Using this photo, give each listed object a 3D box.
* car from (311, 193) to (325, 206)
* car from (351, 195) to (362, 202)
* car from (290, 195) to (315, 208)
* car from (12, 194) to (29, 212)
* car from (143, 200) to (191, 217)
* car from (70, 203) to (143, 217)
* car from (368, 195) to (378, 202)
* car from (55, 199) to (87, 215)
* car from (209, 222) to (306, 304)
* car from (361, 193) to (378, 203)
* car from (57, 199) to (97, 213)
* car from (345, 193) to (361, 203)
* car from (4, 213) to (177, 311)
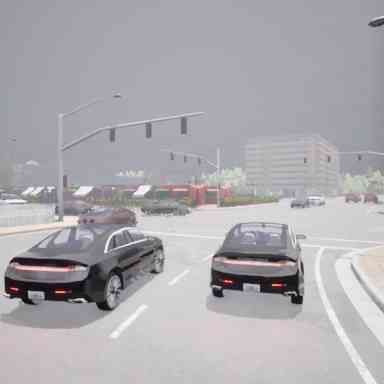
[{"bbox_3d":[21.106,1.220,56.454,2.150,2.045,5.566,0,0,31],"label":"car"},{"bbox_3d":[39.394,1.537,79.528,2.033,1.411,5.357,0,0,31],"label":"car"},{"bbox_3d":[15.485,1.546,47.290,2.033,1.411,5.357,0,0,31],"label":"car"},{"bbox_3d":[-21.312,1.273,38.691,5.566,2.045,2.150,0,0,34],"label":"car"},{"bbox_3d":[-2.474,1.537,31.837,4.902,1.511,2.128,-1,0,21],"label":"car"},{"bbox_3d":[-5.097,1.563,20.443,1.994,1.385,4.181,0,0,20],"label":"car"},{"bbox_3d":[42.163,1.521,77.348,1.812,1.442,4.674,0,0,31],"label":"car"},{"bbox_3d":[-11.505,1.618,32.585,4.181,1.385,1.994,0,0,32],"label":"car"},{"bbox_3d":[1.746,1.491,8.255,2.128,1.511,4.902,0,0,16],"label":"car"},{"bbox_3d":[36.645,1.223,68.314,2.150,2.045,5.566,0,0,31],"label":"car"},{"bbox_3d":[-13.049,1.580,37.666,4.674,1.442,1.812,0,0,32],"label":"car"},{"bbox_3d":[33.850,1.223,70.453,2.150,2.045,5.566,0,0,31],"label":"car"},{"bbox_3d":[-2.071,1.491,7.862,2.128,1.511,4.902,0,0,12],"label":"car"}]
